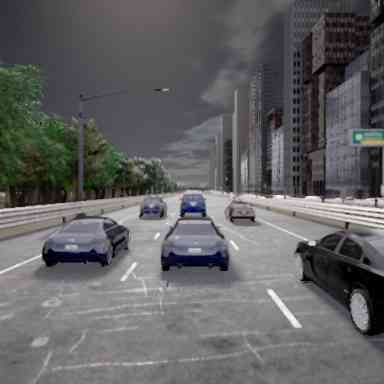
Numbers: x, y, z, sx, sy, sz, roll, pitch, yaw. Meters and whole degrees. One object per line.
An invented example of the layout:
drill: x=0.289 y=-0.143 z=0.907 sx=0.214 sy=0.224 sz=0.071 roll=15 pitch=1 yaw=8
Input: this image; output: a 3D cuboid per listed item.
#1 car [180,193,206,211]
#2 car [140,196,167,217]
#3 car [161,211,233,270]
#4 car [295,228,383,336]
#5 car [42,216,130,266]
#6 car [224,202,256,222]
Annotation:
car: x=0.098 y=1.131 z=29.422 sx=2.150 sy=2.045 sz=5.566 roll=0 pitch=0 yaw=0
car: x=-3.404 y=1.259 z=30.088 sx=2.097 sy=1.767 sz=4.553 roll=0 pitch=0 yaw=0
car: x=0.085 y=1.529 z=10.952 sx=1.994 sy=1.385 sz=4.181 roll=0 pitch=0 yaw=0
car: x=3.569 y=1.455 z=6.635 sx=1.882 sy=1.535 sz=5.008 roll=0 pitch=0 yaw=0
car: x=-3.413 y=1.527 z=11.451 sx=1.994 sy=1.385 sz=4.181 roll=0 pitch=0 yaw=0
car: x=3.589 y=1.468 z=25.436 sx=2.033 sy=1.411 sz=5.357 roll=0 pitch=0 yaw=0
